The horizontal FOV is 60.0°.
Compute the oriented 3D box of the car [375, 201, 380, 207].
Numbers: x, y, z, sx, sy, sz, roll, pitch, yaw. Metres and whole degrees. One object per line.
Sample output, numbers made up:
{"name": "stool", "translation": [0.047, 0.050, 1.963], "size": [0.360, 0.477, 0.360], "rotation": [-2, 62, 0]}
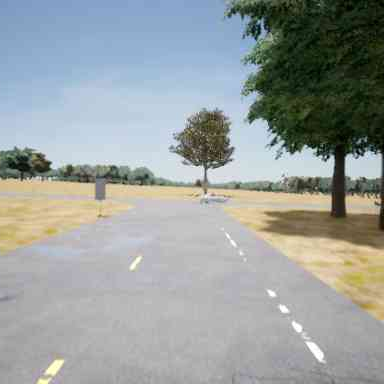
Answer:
{"name": "car", "translation": [34.141, 1.838, 56.961], "size": [5.008, 1.535, 1.882], "rotation": [1, 1, 1]}

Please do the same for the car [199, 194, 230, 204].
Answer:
{"name": "car", "translation": [3.436, 1.020, 50.610], "size": [4.674, 1.442, 1.812], "rotation": [2, 1, 1]}
